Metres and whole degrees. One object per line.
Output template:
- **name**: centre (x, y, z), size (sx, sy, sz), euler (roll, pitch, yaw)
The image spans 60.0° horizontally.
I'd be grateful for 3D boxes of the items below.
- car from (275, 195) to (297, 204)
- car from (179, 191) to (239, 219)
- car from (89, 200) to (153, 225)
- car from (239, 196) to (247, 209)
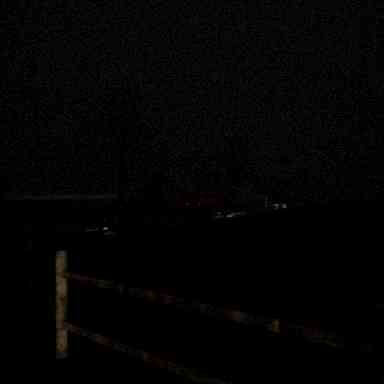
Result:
- **car**: centre (14.135, 1.090, 49.809), size (2.033, 1.411, 5.357), euler (-2, 0, 35)
- **car**: centre (1.209, 0.951, 26.232), size (2.150, 2.045, 5.566), euler (-1, 0, 35)
- **car**: centre (-4.759, 1.361, 22.738), size (1.837, 1.490, 4.892), euler (-2, 0, 35)
- **car**: centre (4.272, 1.204, 35.754), size (1.837, 1.490, 4.892), euler (-2, 0, 35)
